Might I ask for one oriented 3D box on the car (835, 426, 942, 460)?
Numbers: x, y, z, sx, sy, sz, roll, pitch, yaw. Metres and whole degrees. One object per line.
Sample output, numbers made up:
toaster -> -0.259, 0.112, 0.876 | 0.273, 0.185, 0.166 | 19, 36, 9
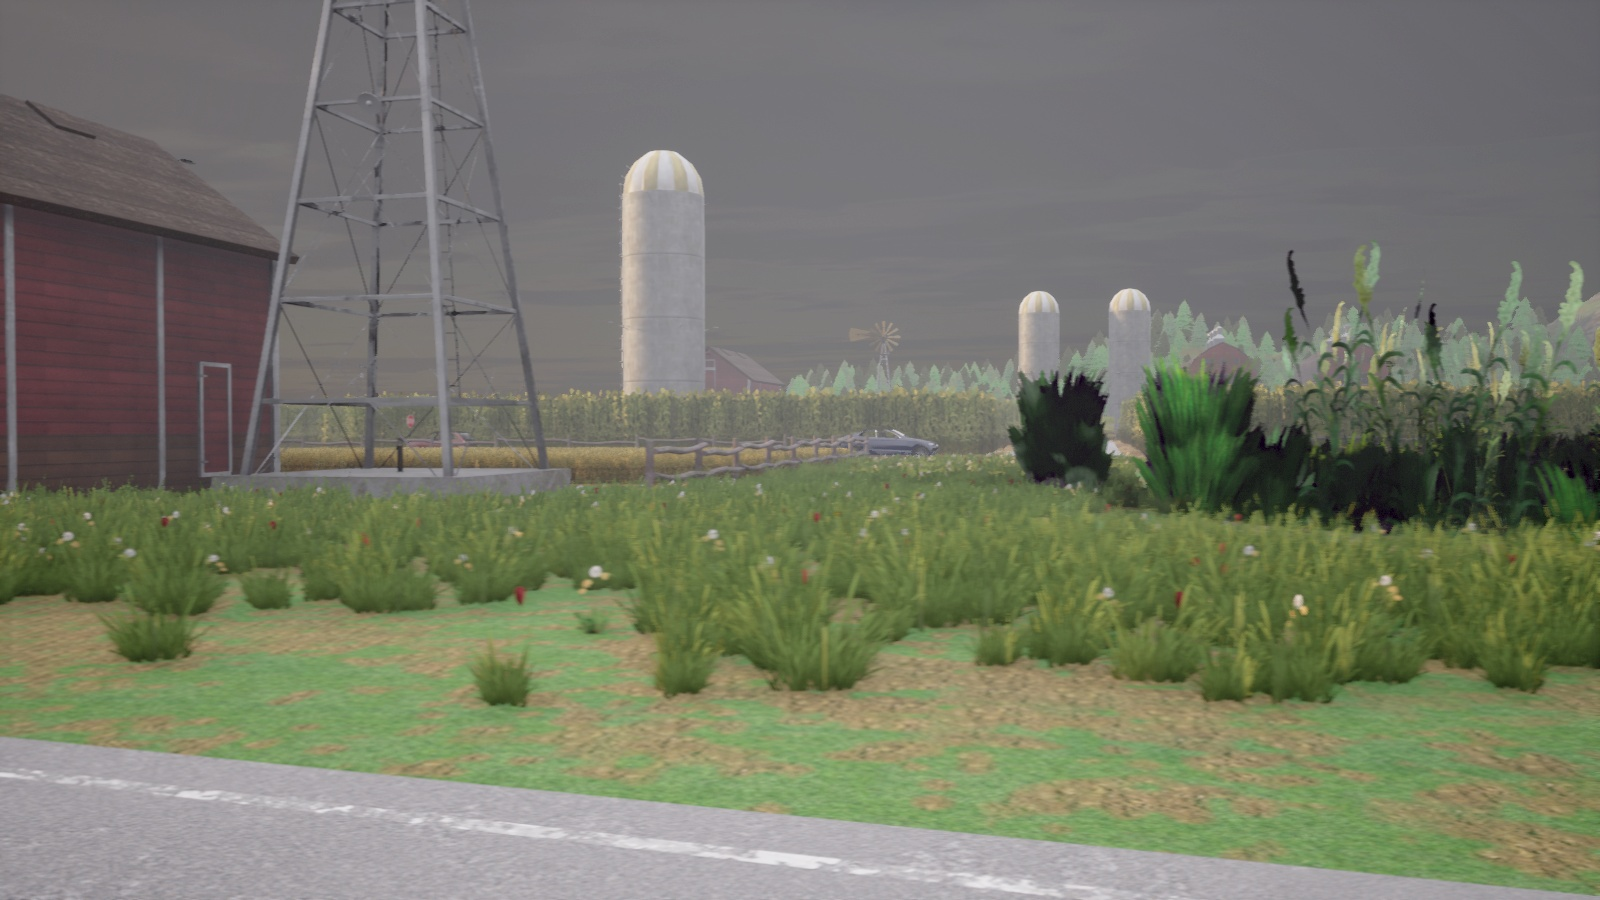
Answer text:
car -> 4.403, -0.376, 62.303 | 5.027, 1.651, 2.152 | 0, 1, 13

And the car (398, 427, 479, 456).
car -> -20.492, -0.494, 71.216 | 3.988, 1.617, 1.851 | 0, 1, 13
